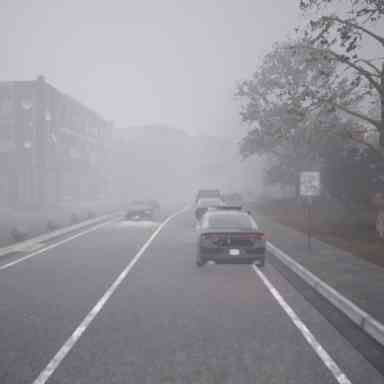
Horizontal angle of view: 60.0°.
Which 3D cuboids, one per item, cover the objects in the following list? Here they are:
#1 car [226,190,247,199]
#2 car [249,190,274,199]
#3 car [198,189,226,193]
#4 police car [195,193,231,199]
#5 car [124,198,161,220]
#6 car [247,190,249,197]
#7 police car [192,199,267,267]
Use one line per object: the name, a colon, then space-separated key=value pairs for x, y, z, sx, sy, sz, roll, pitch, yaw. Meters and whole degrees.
car: x=5.602 y=0.628 z=46.216 sx=1.882 sy=1.535 sz=5.008 roll=0 pitch=2 yaw=27
car: x=12.279 y=0.339 z=57.141 sx=1.812 sy=1.442 sz=4.674 roll=0 pitch=2 yaw=40
car: x=1.396 y=0.775 z=26.507 sx=2.150 sy=2.045 sz=5.566 roll=0 pitch=1 yaw=5
police car: x=1.109 y=1.076 z=20.763 sx=1.930 sy=1.638 sz=5.238 roll=0 pitch=1 yaw=1
car: x=-3.352 y=1.151 z=23.717 sx=2.033 sy=1.411 sz=5.357 roll=0 pitch=1 yaw=3
car: x=10.083 y=0.282 z=62.927 sx=4.181 sy=1.385 sz=1.994 roll=-2 pitch=2 yaw=-39
police car: x=1.054 y=1.242 z=10.827 sx=1.930 sy=1.638 sz=5.238 roll=0 pitch=1 yaw=0
